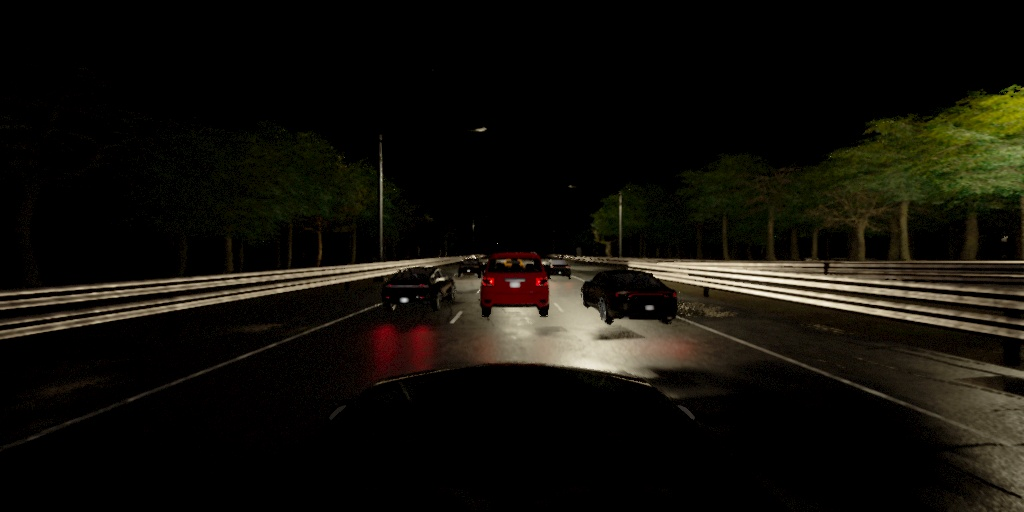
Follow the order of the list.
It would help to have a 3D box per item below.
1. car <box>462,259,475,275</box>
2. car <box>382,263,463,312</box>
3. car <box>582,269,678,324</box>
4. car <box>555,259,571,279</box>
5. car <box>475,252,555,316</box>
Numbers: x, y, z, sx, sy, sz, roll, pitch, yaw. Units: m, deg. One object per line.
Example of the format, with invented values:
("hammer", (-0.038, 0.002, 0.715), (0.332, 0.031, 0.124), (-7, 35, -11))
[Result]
("car", (-3.407, 0.988, 30.704), (1.882, 1.535, 5.008), (0, 1, 0))
("car", (-3.409, 1.166, 13.786), (2.128, 1.511, 4.902), (0, 0, 0))
("car", (3.586, 1.166, 11.810), (1.882, 1.535, 5.008), (0, 1, 0))
("car", (3.592, 1.020, 29.186), (2.128, 1.511, 4.902), (0, 1, 0))
("car", (0.092, 0.901, 13.042), (2.150, 2.045, 5.566), (0, 0, 0))
